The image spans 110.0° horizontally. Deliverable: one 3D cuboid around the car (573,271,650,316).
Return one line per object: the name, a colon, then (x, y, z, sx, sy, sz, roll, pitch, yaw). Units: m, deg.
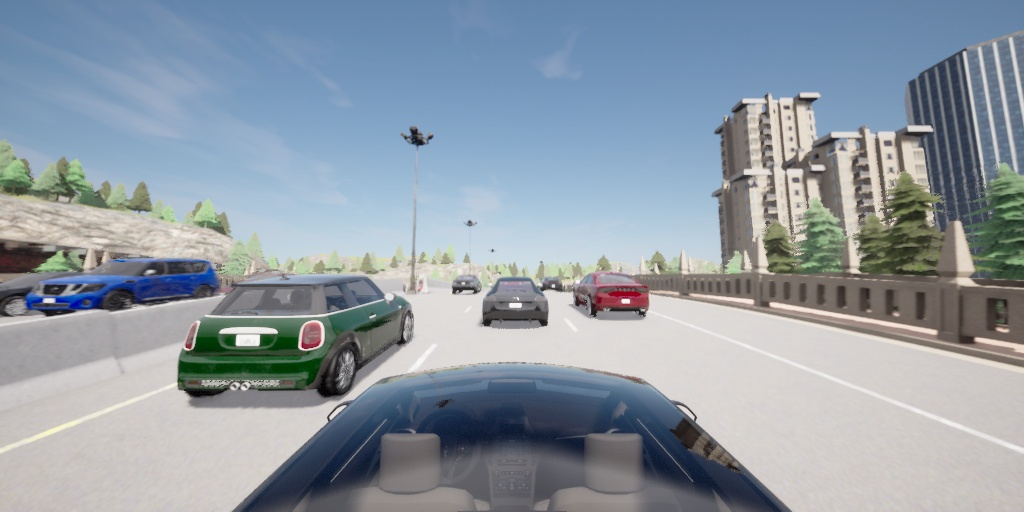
car: (3.599, 1.349, 13.811, 1.882, 1.535, 5.008, 0, -2, 0)

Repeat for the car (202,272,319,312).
car: (-10.601, 1.453, 15.677, 1.812, 1.442, 4.674, 0, -2, 0)

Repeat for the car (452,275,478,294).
car: (-3.404, 2.164, 27.579, 2.033, 1.411, 5.357, 0, -5, 0)

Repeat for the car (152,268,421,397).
car: (-3.401, 1.115, 6.743, 2.097, 1.767, 4.553, 0, 0, 0)

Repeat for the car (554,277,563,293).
car: (3.595, 2.675, 33.397, 1.812, 1.442, 4.674, 0, -6, 0)

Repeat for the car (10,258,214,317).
car: (-14.100, 1.084, 13.693, 2.150, 2.045, 5.566, 0, -2, 0)

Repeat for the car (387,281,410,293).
car: (-17.559, 4.906, 55.815, 2.097, 1.767, 4.553, 0, -6, 1)

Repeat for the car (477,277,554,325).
car: (0.099, 1.389, 12.009, 1.994, 1.385, 4.181, 0, -1, 0)

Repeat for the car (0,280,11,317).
car: (-17.601, 1.343, 13.735, 1.882, 1.535, 5.008, 0, -2, 0)

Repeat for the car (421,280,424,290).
car: (-14.058, 4.786, 55.938, 2.150, 2.045, 5.566, 0, -6, 1)
